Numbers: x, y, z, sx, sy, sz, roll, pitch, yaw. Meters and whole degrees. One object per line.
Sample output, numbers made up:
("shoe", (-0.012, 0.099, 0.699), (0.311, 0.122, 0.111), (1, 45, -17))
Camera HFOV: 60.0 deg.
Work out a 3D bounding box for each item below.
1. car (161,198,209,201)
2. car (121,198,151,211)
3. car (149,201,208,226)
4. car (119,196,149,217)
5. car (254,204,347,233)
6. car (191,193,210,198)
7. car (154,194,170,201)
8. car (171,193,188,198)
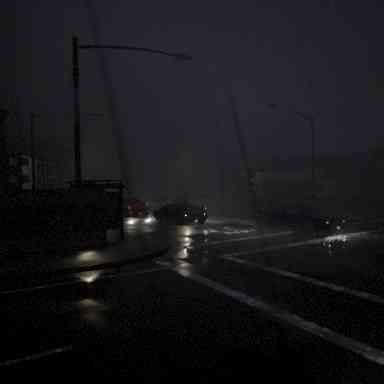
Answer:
("car", (-0.621, 1.457, 29.250), (1.895, 1.301, 4.718), (-2, 1, -32))
("car", (-6.720, 1.442, 39.194), (1.895, 1.301, 4.718), (-1, 1, -31))
("car", (-0.922, 1.539, 23.208), (1.895, 1.301, 4.718), (-2, 1, -33))
("car", (-5.636, 1.282, 30.740), (2.097, 1.767, 4.553), (-2, 1, -31))
("car", (5.947, 1.413, 19.049), (2.033, 1.411, 5.357), (-2, 1, -33))
("car", (1.833, 0.879, 70.530), (1.895, 1.301, 4.718), (-1, 1, 36))
("car", (-5.419, 1.176, 58.143), (1.895, 1.301, 4.718), (-1, 1, -1))
("car", (-1.890, 0.952, 60.989), (1.882, 1.535, 5.008), (-1, 1, 8))
